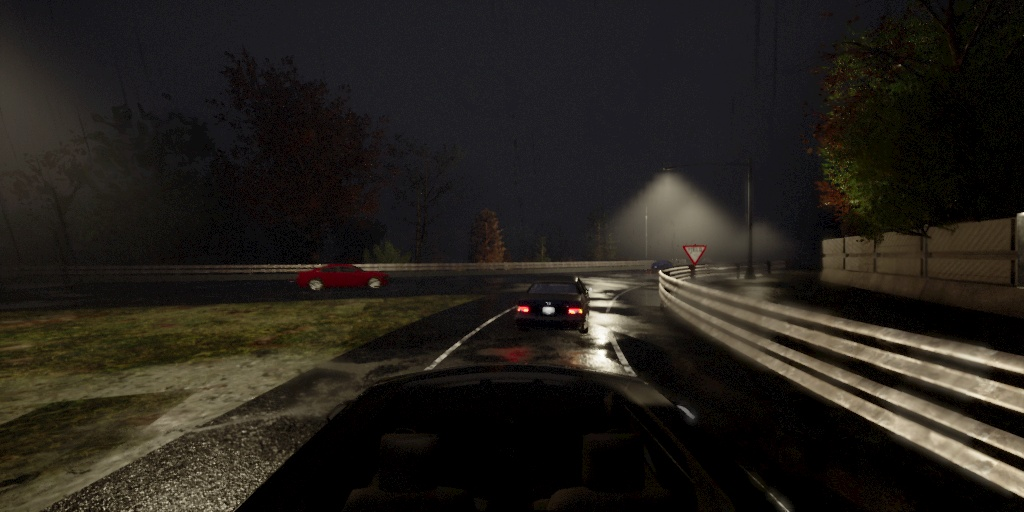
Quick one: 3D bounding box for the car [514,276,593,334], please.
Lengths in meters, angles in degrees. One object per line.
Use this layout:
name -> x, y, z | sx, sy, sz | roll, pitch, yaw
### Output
car -> 1.389, 1.296, 10.750 | 2.033, 1.411, 5.357 | 0, 0, 13

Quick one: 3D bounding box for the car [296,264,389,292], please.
car -> -9.963, 1.221, 21.361 | 5.008, 1.535, 1.882 | 0, 0, -22

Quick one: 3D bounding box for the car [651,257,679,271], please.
car -> 20.548, 1.263, 48.689 | 4.674, 1.442, 1.812 | 0, 0, -44
